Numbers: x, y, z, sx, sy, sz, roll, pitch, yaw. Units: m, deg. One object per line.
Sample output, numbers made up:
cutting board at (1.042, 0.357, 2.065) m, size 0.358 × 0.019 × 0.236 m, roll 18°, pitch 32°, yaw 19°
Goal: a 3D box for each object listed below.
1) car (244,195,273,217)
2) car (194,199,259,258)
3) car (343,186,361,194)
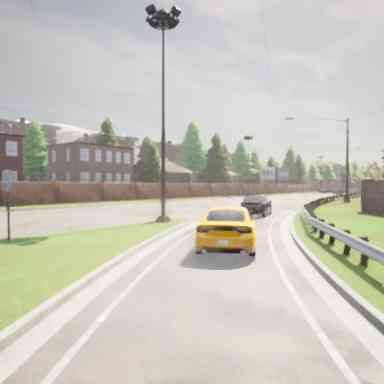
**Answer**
car at (4.813, 0.999, 24.873) m, size 1.837 × 1.490 × 4.892 m, roll 0°, pitch 1°, yaw 21°
car at (1.307, 1.233, 11.923) m, size 1.882 × 1.535 × 5.008 m, roll 0°, pitch 1°, yaw 10°
car at (41.385, -0.495, 85.906) m, size 2.150 × 2.045 × 5.566 m, roll 1°, pitch 1°, yaw 38°
